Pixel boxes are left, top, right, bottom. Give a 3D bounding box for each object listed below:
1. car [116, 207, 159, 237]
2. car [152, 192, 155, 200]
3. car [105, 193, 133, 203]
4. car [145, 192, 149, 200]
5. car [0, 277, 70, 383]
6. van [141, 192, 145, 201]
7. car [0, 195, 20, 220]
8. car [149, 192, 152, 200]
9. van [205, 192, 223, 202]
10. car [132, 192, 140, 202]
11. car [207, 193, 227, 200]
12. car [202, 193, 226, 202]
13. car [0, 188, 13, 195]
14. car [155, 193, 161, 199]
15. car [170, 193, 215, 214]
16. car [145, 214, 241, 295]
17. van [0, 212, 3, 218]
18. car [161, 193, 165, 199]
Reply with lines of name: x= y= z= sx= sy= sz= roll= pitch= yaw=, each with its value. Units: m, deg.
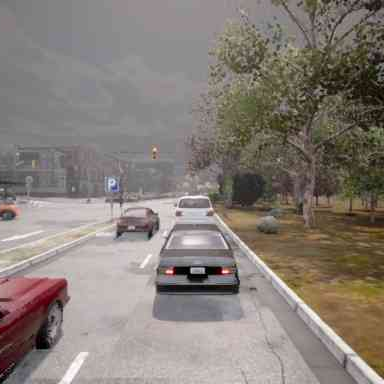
car: x=-2.861 y=1.549 z=18.136 sx=1.812 sy=1.442 sz=4.674 roll=0 pitch=0 yaw=1
car: x=-12.316 y=1.358 z=82.799 sx=4.674 sy=1.452 sz=2.002 roll=-1 pitch=0 yaw=-13
car: x=-14.482 y=1.357 z=64.846 sx=4.792 sy=1.488 sz=2.163 roll=-1 pitch=0 yaw=-15
car: x=-13.057 y=1.320 z=76.802 sx=4.892 sy=1.521 sz=2.231 roll=-1 pitch=0 yaw=-14
car: x=-2.900 y=1.603 z=3.283 sx=1.895 sy=1.301 sz=4.718 roll=0 pitch=0 yaw=0
van: x=-13.283 y=1.092 z=73.831 sx=4.442 sy=1.987 sz=1.878 roll=-1 pitch=0 yaw=-14
car: x=-16.642 y=1.404 z=27.038 sx=4.553 sy=1.767 sz=2.185 roll=-1 pitch=0 yaw=-19
car: x=-12.686 y=1.358 z=79.797 sx=4.674 sy=1.452 sz=2.002 roll=-1 pitch=0 yaw=-13
van: x=4.244 y=1.042 z=67.451 sx=4.442 sy=1.987 sz=1.878 roll=1 pitch=0 yaw=-14
car: x=-13.839 y=1.314 z=67.838 sx=5.366 sy=1.575 sz=1.946 roll=-1 pitch=0 yaw=-15
car: x=6.409 y=1.128 z=85.122 sx=4.553 sy=1.767 sz=2.185 roll=1 pitch=0 yaw=-12
car: x=4.626 y=1.141 z=70.421 sx=4.553 sy=1.767 sz=2.185 roll=1 pitch=0 yaw=-14
car: x=-31.197 y=0.137 z=55.704 sx=2.002 sy=1.452 sz=4.674 roll=6 pitch=-3 yaw=-19
car: x=-11.504 y=1.356 z=88.782 sx=4.674 sy=1.452 sz=2.002 roll=-1 pitch=0 yaw=-12
car: x=0.141 y=1.245 z=19.123 sx=2.150 sy=2.045 sz=5.566 roll=0 pitch=0 yaw=0
car: x=0.102 y=1.556 z=8.874 sx=2.033 sy=1.411 sz=5.357 roll=0 pitch=0 yaw=0
van: x=-16.616 y=1.298 z=24.061 sx=4.442 sy=1.987 sz=1.878 roll=-1 pitch=0 yaw=-19
car: x=-11.056 y=1.063 z=91.788 sx=5.566 sy=2.045 sz=2.435 roll=-1 pitch=0 yaw=-12
